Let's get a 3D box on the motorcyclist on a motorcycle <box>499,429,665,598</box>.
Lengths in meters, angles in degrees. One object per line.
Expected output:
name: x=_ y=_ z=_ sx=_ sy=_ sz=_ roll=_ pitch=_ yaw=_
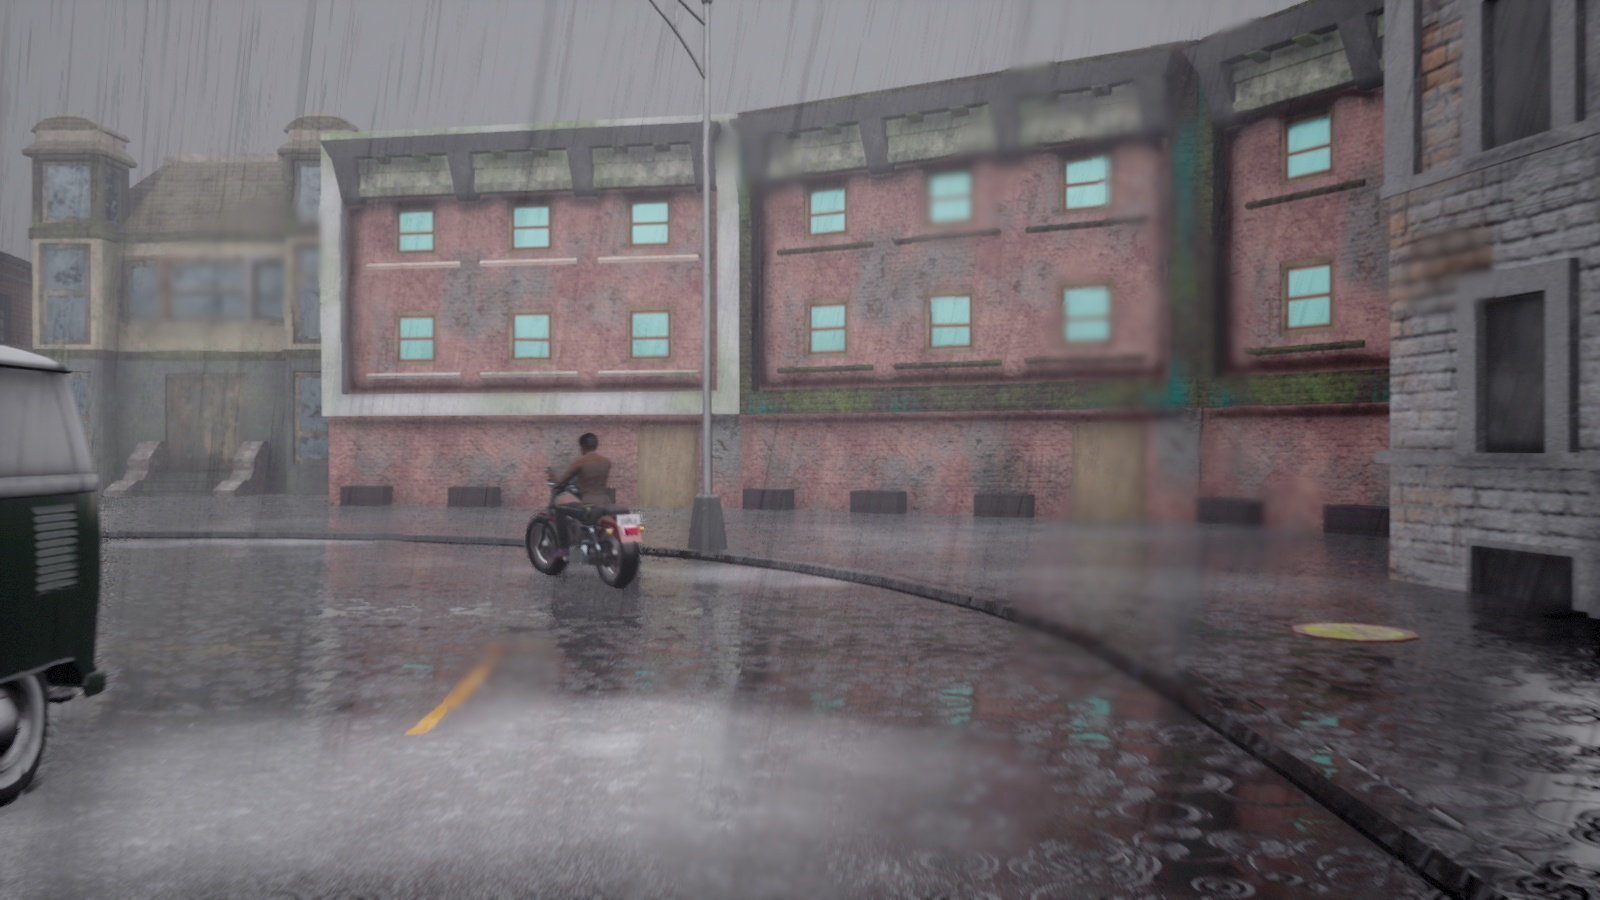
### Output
motorcyclist on a motorcycle: x=-2.396 y=0.620 z=13.531 sx=0.766 sy=1.649 sz=2.350 roll=-2 pitch=1 yaw=-36

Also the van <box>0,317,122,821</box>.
van: x=-3.979 y=0.475 z=3.659 sx=1.775 sy=1.987 sz=4.442 roll=0 pitch=0 yaw=-3
